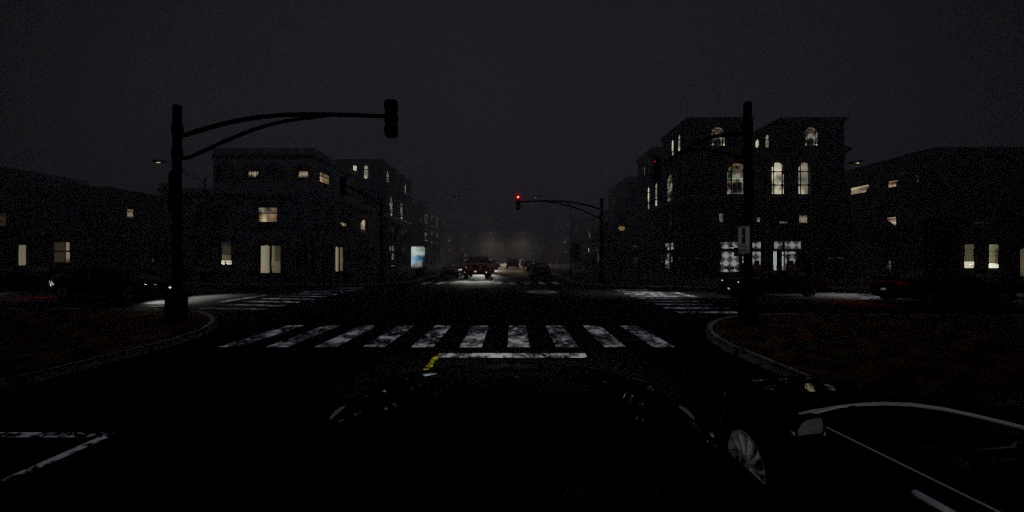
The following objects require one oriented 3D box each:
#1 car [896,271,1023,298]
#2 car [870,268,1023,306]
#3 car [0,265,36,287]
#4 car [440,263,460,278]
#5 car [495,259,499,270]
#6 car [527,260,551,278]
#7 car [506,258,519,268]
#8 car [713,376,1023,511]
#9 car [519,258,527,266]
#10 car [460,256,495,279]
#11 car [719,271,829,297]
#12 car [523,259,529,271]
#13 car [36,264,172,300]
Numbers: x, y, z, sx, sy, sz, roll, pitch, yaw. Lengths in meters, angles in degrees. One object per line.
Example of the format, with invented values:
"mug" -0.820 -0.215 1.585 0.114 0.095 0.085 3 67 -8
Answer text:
"car" 23.750 1.482 19.011 4.718 1.301 1.895 0 0 1
"car" 18.954 1.317 15.886 5.008 1.535 1.882 0 0 1
"car" -30.821 1.228 22.438 4.207 1.307 1.802 0 0 1
"car" -5.690 1.336 33.974 1.802 1.307 4.207 0 0 0
"car" -3.095 1.247 43.438 2.128 1.511 4.902 0 0 1
"car" 2.690 1.319 33.961 1.948 1.339 4.313 0 0 0
"car" 0.102 1.112 61.810 2.097 1.767 4.553 0 0 0
"car" 2.691 1.300 1.571 2.007 1.370 4.403 0 0 0
"car" 2.690 1.311 61.570 2.007 1.370 4.403 0 0 0
"car" -3.113 0.976 33.511 2.150 2.045 5.566 0 0 1
"car" 13.801 1.433 19.158 4.718 1.301 1.895 0 0 1
"car" 2.690 1.338 45.003 1.802 1.307 4.207 0 0 0
"car" -18.077 1.175 16.451 4.892 1.490 1.837 0 0 1
